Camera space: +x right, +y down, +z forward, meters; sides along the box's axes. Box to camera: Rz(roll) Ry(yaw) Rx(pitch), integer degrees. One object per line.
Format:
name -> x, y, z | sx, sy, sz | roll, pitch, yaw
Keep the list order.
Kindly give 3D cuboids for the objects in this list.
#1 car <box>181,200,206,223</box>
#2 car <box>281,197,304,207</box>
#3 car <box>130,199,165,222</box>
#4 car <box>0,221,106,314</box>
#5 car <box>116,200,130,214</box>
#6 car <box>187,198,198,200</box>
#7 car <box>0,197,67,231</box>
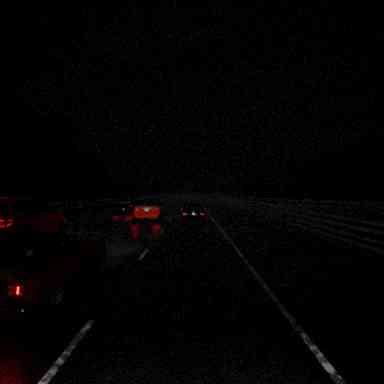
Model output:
car -> 0.100, 1.574, 25.424 | 2.033, 1.411, 5.357 | 0, 0, 0
car -> 16.479, 1.637, 54.720 | 2.033, 1.649, 4.856 | 0, 0, -17
car -> -3.399, 1.382, 27.056 | 2.097, 1.767, 4.553 | 0, 0, 0
car -> -3.400, 1.605, 7.576 | 1.895, 1.301, 4.718 | 0, 0, 0
car -> -6.899, 1.572, 35.933 | 1.812, 1.442, 4.674 | 0, 0, 0
car -> 0.101, 1.538, 42.949 | 1.882, 1.535, 5.008 | 0, 0, 0
car -> -6.911, 1.200, 13.267 | 2.150, 2.045, 5.566 | 0, 0, 0
